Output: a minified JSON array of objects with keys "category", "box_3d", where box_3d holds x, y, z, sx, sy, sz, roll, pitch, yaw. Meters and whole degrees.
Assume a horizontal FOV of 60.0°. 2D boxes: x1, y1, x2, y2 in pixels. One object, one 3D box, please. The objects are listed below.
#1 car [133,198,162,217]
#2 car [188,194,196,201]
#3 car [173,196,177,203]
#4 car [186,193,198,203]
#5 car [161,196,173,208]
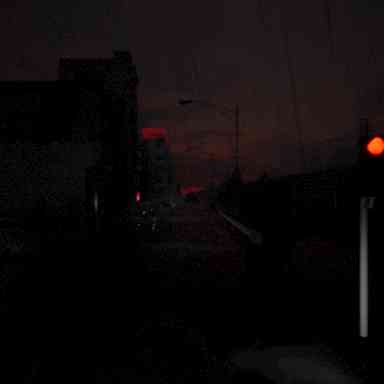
[{"category":"car","box_3d":[-4.109,1.509,30.855,1.812,1.442,4.674,0,0,0]},{"category":"car","box_3d":[-0.036,1.267,76.900,1.882,1.535,5.008,0,0,0]},{"category":"car","box_3d":[-4.050,1.456,66.374,2.128,1.511,4.902,0,0,0]},{"category":"car","box_3d":[-0.029,1.184,66.510,2.150,2.045,5.566,0,0,0]},{"category":"car","box_3d":[-4.106,1.499,46.998,1.812,1.442,4.674,0,0,0]}]
